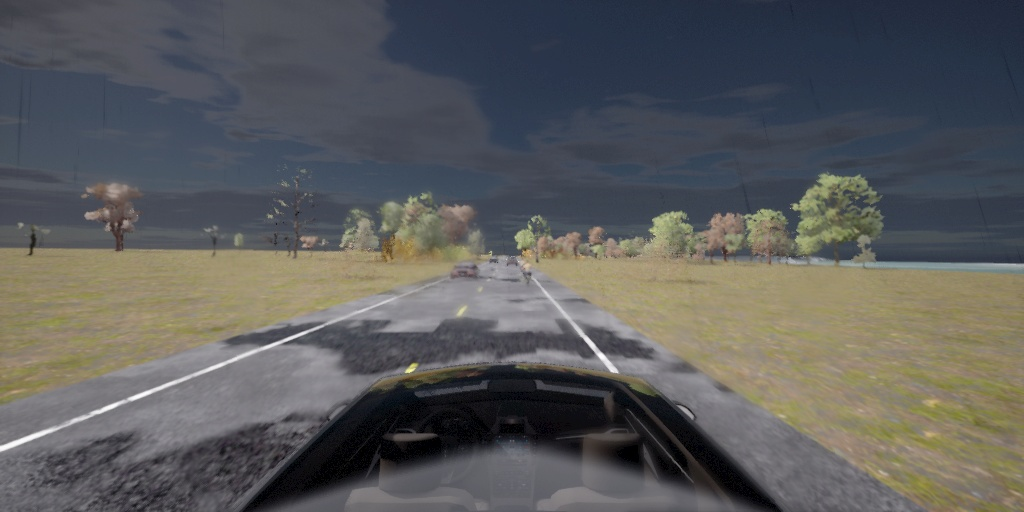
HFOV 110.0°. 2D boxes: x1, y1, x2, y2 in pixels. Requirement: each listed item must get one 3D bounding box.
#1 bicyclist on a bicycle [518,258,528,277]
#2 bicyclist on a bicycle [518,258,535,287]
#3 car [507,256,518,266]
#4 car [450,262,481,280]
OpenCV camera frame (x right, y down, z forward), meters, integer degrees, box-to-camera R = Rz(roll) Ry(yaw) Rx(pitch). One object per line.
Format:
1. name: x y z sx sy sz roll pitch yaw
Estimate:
1. bicyclist on a bicycle: 0.957 0.986 31.113 0.866 1.612 1.509 0 0 0
2. bicyclist on a bicycle: 0.975 1.048 21.916 0.866 1.612 1.509 0 2 0
3. car: 0.053 0.891 60.831 2.033 1.411 5.357 0 0 1
4. car: -3.581 1.133 28.203 1.994 1.385 4.181 0 0 0
